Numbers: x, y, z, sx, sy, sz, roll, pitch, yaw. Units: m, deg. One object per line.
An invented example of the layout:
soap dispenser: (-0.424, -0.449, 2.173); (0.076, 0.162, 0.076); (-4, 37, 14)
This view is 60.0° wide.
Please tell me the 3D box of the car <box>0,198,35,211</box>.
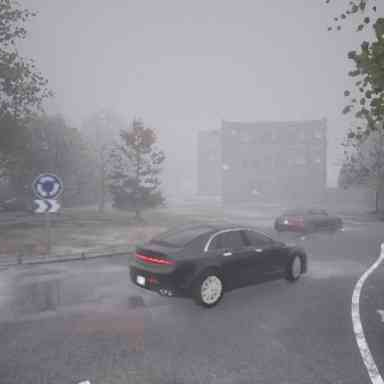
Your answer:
car: (-21.125, 1.538, 40.078); (4.892, 1.490, 1.837); (1, 0, -26)

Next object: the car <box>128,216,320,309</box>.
car: (0.873, 1.501, 7.985); (4.892, 1.490, 1.837); (1, -1, -40)

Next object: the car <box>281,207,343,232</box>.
car: (6.568, 1.556, 18.598); (4.181, 1.385, 1.994); (0, 0, -36)

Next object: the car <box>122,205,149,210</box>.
car: (-7.589, 1.641, 41.386); (4.718, 1.301, 1.895); (0, 0, 20)
